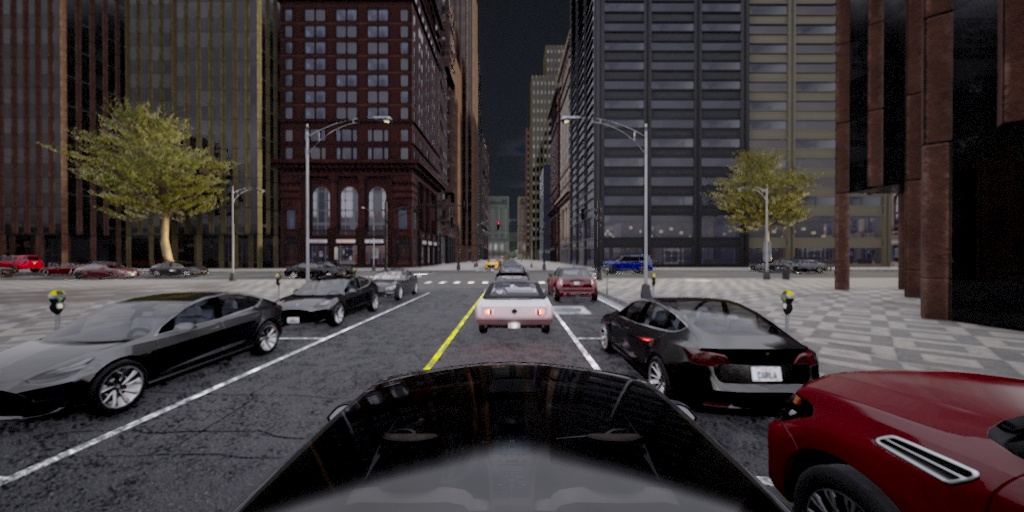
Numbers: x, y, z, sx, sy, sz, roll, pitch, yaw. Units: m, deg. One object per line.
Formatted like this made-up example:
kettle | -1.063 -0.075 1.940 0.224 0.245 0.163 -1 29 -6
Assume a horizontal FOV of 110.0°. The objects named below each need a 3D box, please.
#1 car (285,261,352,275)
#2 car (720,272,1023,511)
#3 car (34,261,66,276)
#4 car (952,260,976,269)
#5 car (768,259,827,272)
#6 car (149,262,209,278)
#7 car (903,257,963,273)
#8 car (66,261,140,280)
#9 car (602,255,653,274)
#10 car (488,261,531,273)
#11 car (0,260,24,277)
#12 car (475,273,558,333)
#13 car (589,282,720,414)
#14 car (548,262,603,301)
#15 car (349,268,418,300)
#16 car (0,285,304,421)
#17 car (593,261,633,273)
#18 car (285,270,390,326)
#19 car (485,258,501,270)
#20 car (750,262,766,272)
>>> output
car | -17.512 1.285 32.099 5.008 1.535 1.882 1 0 -1
car | 2.763 1.065 0.331 2.192 1.841 5.009 0 0 0
car | -47.716 1.459 38.708 4.718 1.301 1.895 0 0 0
car | 49.181 1.294 38.781 4.718 1.301 1.895 0 0 0
car | 31.228 1.149 38.853 4.902 1.511 2.128 0 0 0
car | -32.728 1.338 35.330 4.892 1.490 1.837 0 0 0
car | 49.236 1.024 42.029 4.553 1.767 2.097 0 0 0
car | -36.259 1.386 32.080 4.674 1.442 1.812 0 0 0
car | 12.335 0.921 38.812 5.566 2.045 2.150 0 0 -1
car | 0.019 1.235 19.883 2.128 1.511 4.902 0 0 0
car | -52.196 1.437 35.403 4.892 1.490 1.837 0 0 0
car | 0.074 1.347 10.674 1.895 1.301 4.718 0 0 0
car | 2.768 1.314 5.967 1.948 1.339 4.313 0 0 0
car | 2.779 1.184 17.239 1.967 1.591 4.097 0 0 0
car | -5.746 1.295 17.246 2.007 1.370 4.403 0 0 0
car | -5.757 1.314 5.973 1.948 1.339 4.313 0 0 0
car | 11.786 1.246 42.083 4.181 1.385 1.994 0 0 0
car | -5.752 1.312 11.609 1.948 1.339 4.313 0 0 0
car | -3.002 1.227 53.729 1.882 1.535 5.008 0 0 0
car | 30.725 1.146 42.103 4.892 1.490 1.837 0 0 0
